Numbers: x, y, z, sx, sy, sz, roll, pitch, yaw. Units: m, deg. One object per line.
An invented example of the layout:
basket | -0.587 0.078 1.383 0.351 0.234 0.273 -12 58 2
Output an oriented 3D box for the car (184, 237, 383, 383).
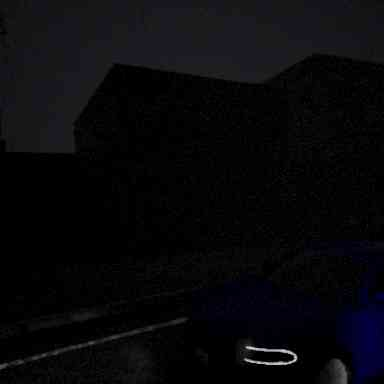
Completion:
car | 2.255 1.485 4.849 5.008 1.535 1.882 0 0 -31
